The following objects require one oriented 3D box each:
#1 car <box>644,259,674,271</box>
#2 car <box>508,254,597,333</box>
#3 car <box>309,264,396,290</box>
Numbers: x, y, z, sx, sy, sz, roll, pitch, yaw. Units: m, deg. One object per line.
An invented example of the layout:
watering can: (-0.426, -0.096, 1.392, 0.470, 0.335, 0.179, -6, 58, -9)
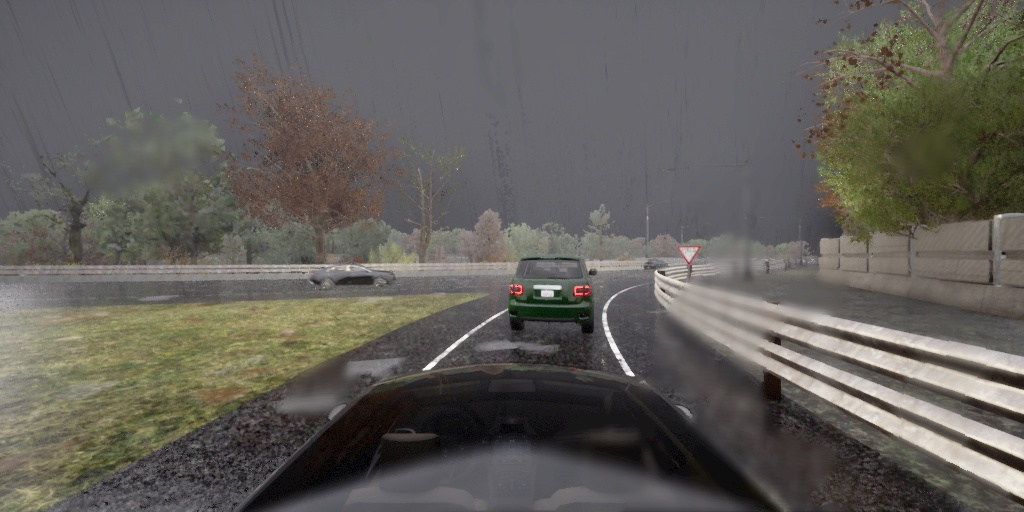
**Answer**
car: (19.433, 1.238, 47.943, 4.892, 1.490, 1.837, 0, 1, -42)
car: (1.368, 0.971, 10.967, 2.150, 2.045, 5.566, 0, 0, 12)
car: (-9.783, 1.236, 22.212, 4.902, 1.511, 2.128, 0, 0, -21)
